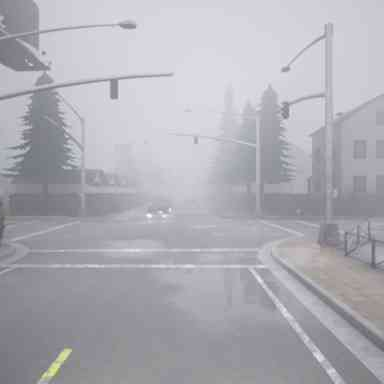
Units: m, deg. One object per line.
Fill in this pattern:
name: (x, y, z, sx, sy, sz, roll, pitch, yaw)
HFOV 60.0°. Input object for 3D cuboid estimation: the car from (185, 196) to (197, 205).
car: (-0.155, 1.466, 59.151, 2.128, 1.511, 4.902, 0, 0, 0)

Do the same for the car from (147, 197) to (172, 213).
car: (-3.695, 1.336, 36.946, 2.097, 1.767, 4.553, 0, 0, 0)
